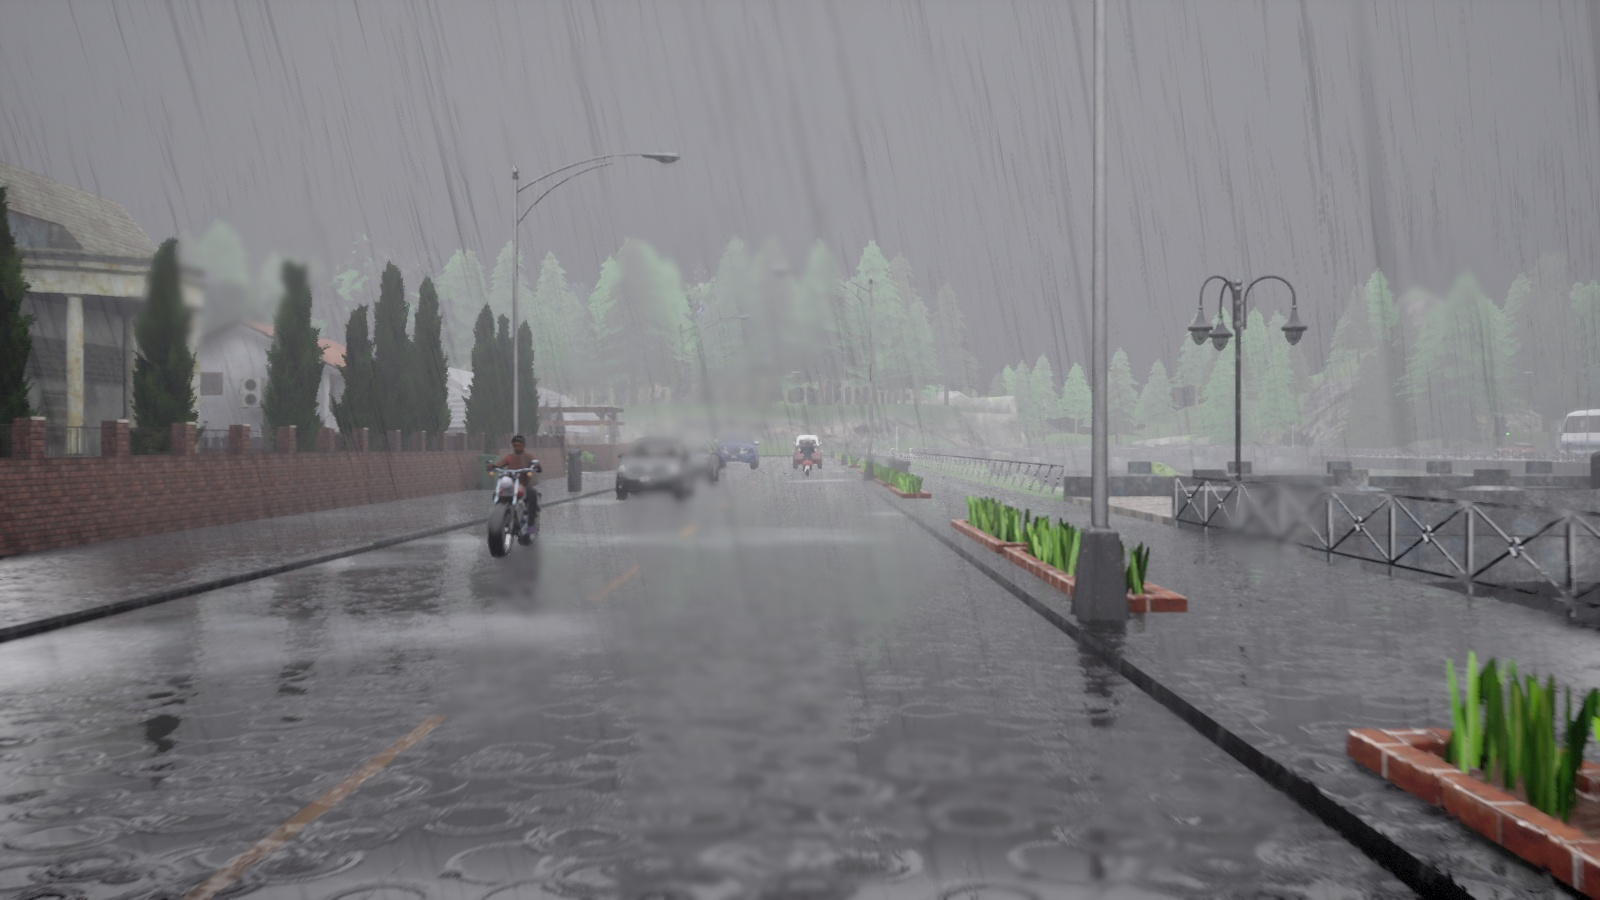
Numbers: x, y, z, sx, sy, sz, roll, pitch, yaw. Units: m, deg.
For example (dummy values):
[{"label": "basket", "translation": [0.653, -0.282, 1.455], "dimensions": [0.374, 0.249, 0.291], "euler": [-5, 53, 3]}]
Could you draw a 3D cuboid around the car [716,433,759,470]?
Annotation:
[{"label": "car", "translation": [-3.567, 0.053, 72.651], "dimensions": [2.150, 2.045, 5.566], "euler": [0, 0, 0]}]

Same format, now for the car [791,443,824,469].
[{"label": "car", "translation": [0.437, 0.348, 73.291], "dimensions": [1.845, 1.501, 3.633], "euler": [0, 0, 0]}]

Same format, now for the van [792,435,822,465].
[{"label": "van", "translation": [0.527, -0.031, 88.884], "dimensions": [2.069, 2.038, 4.480], "euler": [0, 0, 0]}]

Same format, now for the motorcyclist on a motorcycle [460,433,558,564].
[{"label": "motorcyclist on a motorcycle", "translation": [-3.887, 0.598, 16.975], "dimensions": [0.766, 1.649, 2.350], "euler": [0, 0, 0]}]

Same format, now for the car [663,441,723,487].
[{"label": "car", "translation": [-3.731, 0.473, 44.222], "dimensions": [1.789, 1.549, 3.705], "euler": [0, 0, 0]}]

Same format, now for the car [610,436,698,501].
[{"label": "car", "translation": [-3.794, 0.455, 33.185], "dimensions": [1.851, 1.617, 3.988], "euler": [0, 0, 0]}]
